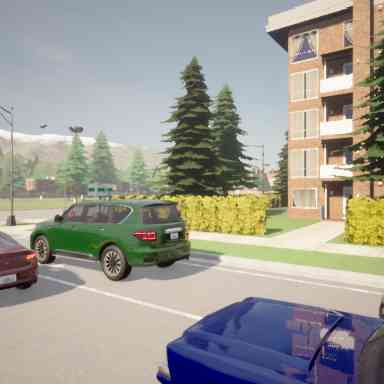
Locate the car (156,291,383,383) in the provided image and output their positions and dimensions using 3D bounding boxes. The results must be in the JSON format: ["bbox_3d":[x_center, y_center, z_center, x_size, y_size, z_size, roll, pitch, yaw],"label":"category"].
[{"bbox_3d":[2.008,1.601,2.564,4.718,1.301,1.895,0,0,35],"label":"car"}]

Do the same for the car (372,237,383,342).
[{"bbox_3d":[5.044,1.564,4.698,4.181,1.385,1.994,0,0,35],"label":"car"}]

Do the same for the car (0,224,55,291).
[{"bbox_3d":[-5.432,1.526,7.810,4.674,1.442,1.812,0,0,36],"label":"car"}]

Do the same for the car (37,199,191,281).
[{"bbox_3d":[-2.628,1.221,10.103,5.566,2.045,2.150,0,0,36],"label":"car"}]
